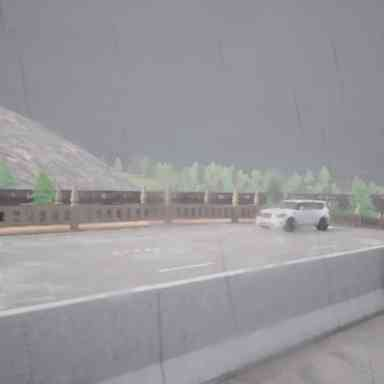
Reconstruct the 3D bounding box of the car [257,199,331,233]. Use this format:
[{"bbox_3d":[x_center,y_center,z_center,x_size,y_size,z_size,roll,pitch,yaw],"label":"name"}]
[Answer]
[{"bbox_3d":[6.744,1.500,21.701,5.566,2.045,2.150,3,-2,-35],"label":"car"}]
